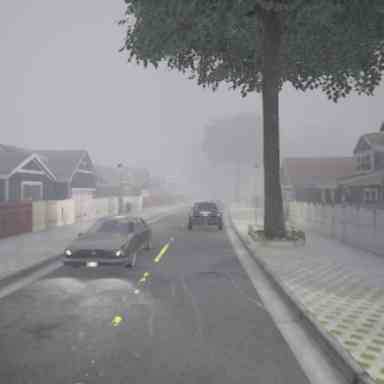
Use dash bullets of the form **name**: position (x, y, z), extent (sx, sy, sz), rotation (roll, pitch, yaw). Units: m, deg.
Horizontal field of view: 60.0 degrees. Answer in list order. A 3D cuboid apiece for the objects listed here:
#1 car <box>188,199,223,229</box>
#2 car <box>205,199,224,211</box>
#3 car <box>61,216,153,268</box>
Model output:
- **car**: position (0.926, 1.366, 21.766), extent (2.097, 1.767, 4.553), rotation (0, 0, 4)
- **car**: position (2.896, 1.598, 42.088), extent (2.033, 1.411, 5.357), rotation (0, 0, 7)
- **car**: position (-2.551, 1.547, 11.511), extent (2.033, 1.411, 5.357), rotation (0, 0, 2)
